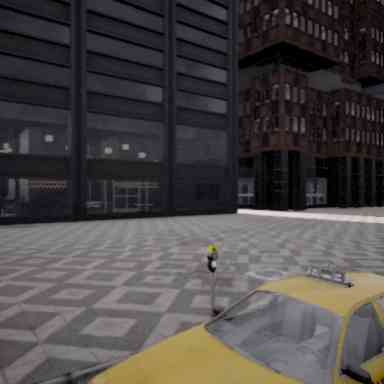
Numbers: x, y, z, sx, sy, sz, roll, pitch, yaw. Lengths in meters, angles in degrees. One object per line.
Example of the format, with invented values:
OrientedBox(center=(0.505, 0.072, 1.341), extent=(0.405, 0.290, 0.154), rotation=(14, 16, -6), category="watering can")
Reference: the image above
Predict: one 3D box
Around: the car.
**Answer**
OrientedBox(center=(1.242, 1.521, 3.412), extent=(4.829, 1.417, 1.752), rotation=(0, 0, -35), category="car")
